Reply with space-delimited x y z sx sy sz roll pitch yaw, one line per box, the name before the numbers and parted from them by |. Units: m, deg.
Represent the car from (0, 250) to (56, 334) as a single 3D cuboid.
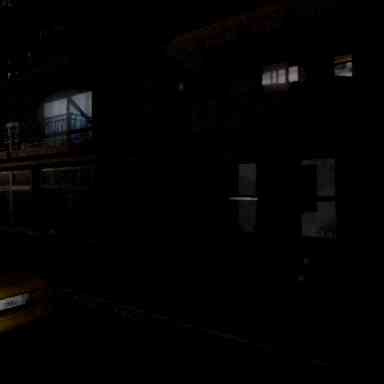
car | -4.423 1.529 6.056 4.829 1.417 1.752 0 0 36
